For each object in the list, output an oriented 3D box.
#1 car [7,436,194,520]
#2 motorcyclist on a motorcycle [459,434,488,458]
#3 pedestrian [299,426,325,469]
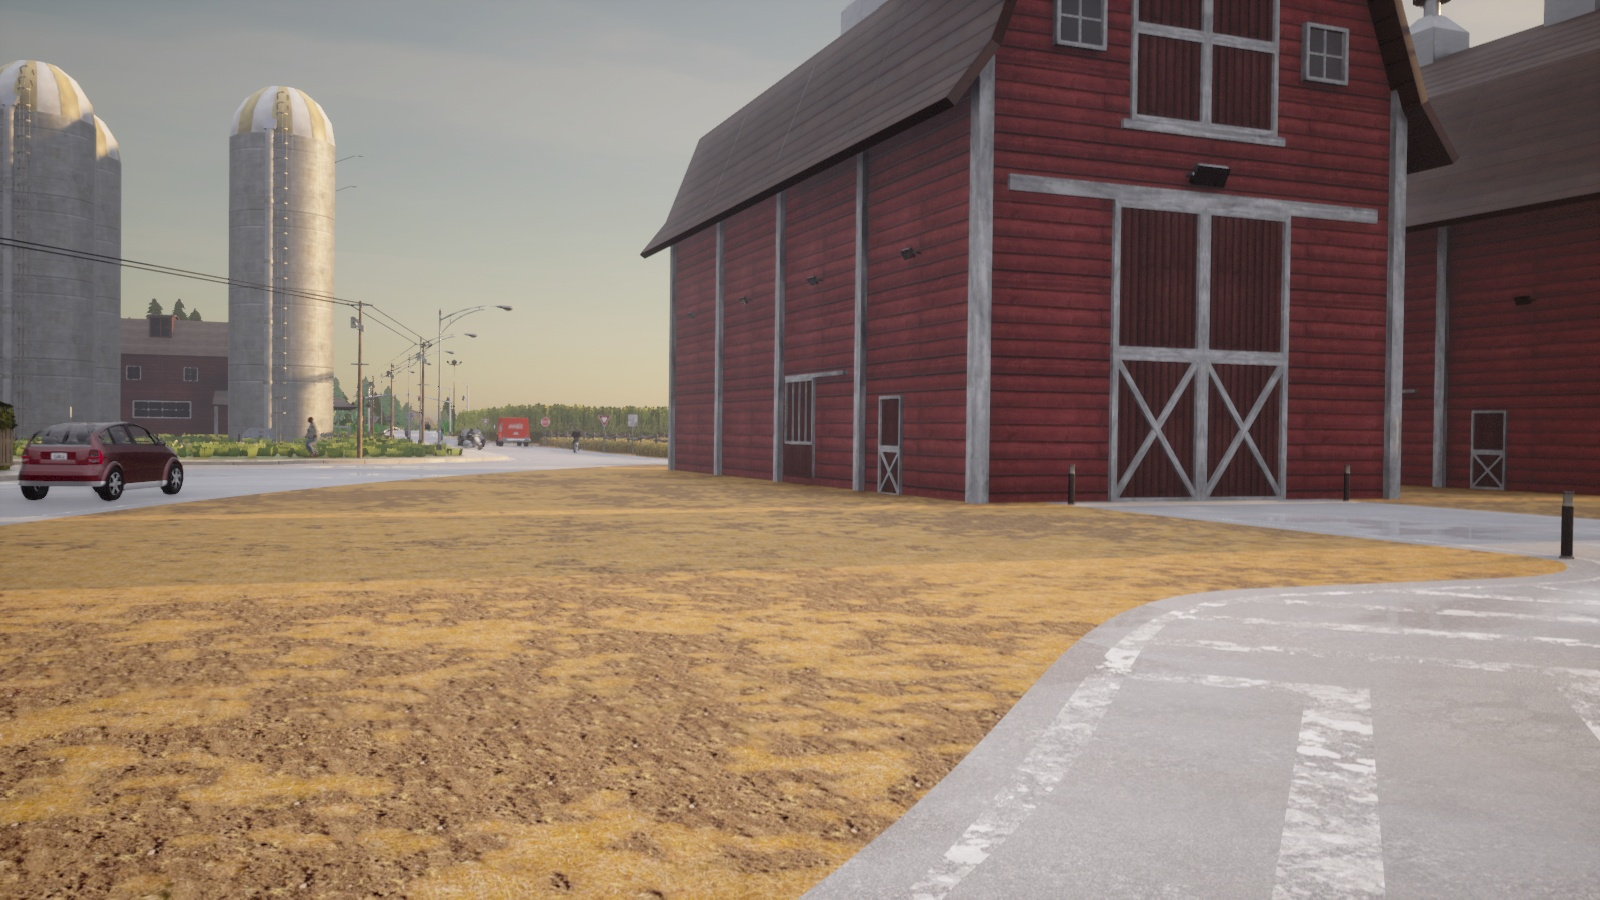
[{"bbox_3d":[-14.069,0.501,25.515,1.789,1.549,3.705,-1,1,-2],"label":"car"},{"bbox_3d":[-22.778,-0.275,87.548,1.817,1.590,0.866,0,4,32],"label":"motorcyclist on a motorcycle"},{"bbox_3d":[-21.238,-0.111,54.651,0.900,1.855,0.874,-1,1,-28],"label":"pedestrian"}]
